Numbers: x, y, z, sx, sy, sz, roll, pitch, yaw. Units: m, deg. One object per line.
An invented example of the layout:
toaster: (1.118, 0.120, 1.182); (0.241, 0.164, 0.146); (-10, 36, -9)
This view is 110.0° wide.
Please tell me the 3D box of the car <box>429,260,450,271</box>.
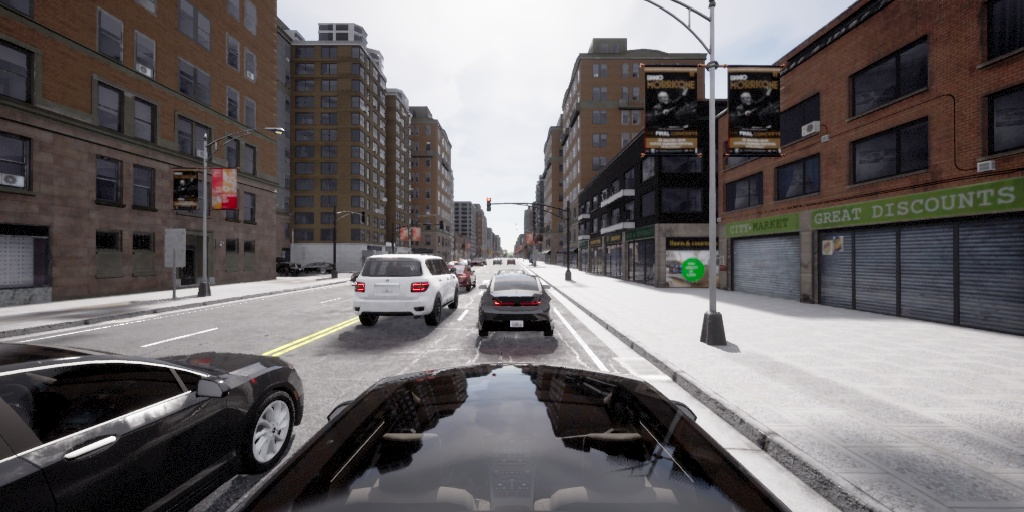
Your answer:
car: (-9.945, 1.331, 49.513); (1.994, 1.385, 4.181); (0, 0, 0)

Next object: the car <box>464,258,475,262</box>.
car: (-6.690, 1.258, 48.120); (2.128, 1.511, 4.902); (0, 0, 0)

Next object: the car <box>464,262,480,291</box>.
car: (-3.248, 1.279, 21.556); (1.812, 1.442, 4.674); (0, 0, 0)

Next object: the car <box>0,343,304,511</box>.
car: (-3.153, 1.255, 1.903); (1.837, 1.490, 4.892); (0, 0, 0)

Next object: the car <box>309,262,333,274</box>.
car: (-22.227, 1.346, 40.689); (4.313, 1.339, 1.948); (0, 0, 0)

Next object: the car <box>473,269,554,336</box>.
car: (0.085, 1.256, 10.348); (1.837, 1.490, 4.892); (0, 0, 0)

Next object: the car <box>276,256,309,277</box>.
car: (-23.555, 0.973, 35.212); (5.566, 2.045, 2.150); (0, 0, 0)

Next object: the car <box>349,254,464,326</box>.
car: (-3.173, 0.972, 11.856); (2.150, 2.045, 5.566); (0, 0, 1)
